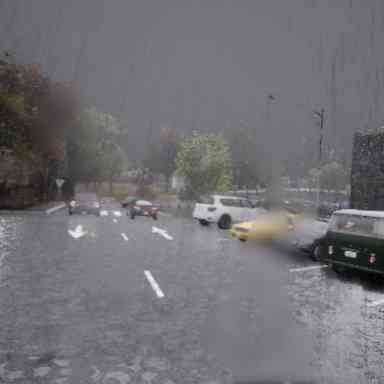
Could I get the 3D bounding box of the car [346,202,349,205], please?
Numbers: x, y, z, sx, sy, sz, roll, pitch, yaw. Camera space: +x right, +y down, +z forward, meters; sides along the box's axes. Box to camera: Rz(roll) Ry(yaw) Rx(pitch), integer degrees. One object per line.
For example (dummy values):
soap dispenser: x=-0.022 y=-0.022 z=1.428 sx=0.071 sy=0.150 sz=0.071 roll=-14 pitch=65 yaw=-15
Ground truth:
car: x=18.908 y=2.261 z=43.807 sx=2.435 sy=2.045 sz=5.566 roll=3 pitch=1 yaw=-38

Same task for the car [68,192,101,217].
car: x=-7.832 y=0.780 z=24.542 sx=2.097 sy=1.767 sz=4.553 roll=3 pitch=0 yaw=-16

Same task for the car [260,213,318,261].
car: x=5.206 y=1.799 z=13.348 sx=4.674 sy=1.452 sz=2.002 roll=4 pitch=0 yaw=-37

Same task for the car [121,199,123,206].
car: x=-6.030 y=1.050 z=35.918 sx=2.033 sy=1.411 sz=5.357 roll=4 pitch=0 yaw=7

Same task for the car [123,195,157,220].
car: x=-3.773 y=1.205 z=24.739 sx=1.812 sy=1.442 sz=4.674 roll=3 pitch=0 yaw=-17

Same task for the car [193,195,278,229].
car: x=2.664 y=1.320 z=22.009 sx=5.566 sy=2.045 sz=2.435 roll=4 pitch=0 yaw=-37

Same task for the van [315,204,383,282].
van: x=6.164 y=1.603 z=10.542 sx=4.442 sy=1.987 sz=1.878 roll=4 pitch=0 yaw=-37

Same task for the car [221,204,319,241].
car: x=4.199 y=1.681 z=16.115 sx=5.366 sy=1.575 sz=1.946 roll=4 pitch=0 yaw=-37

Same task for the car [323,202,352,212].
car: x=28.281 y=2.904 z=64.630 sx=2.185 sy=1.767 sz=4.553 roll=3 pitch=-1 yaw=-38

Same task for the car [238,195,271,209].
car: x=11.035 y=1.725 z=59.065 sx=2.435 sy=2.045 sz=5.566 roll=3 pitch=-1 yaw=-38

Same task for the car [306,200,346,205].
car: x=16.098 y=2.089 z=42.894 sx=2.435 sy=2.045 sz=5.566 roll=3 pitch=1 yaw=-38

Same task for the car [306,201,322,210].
car: x=13.266 y=2.197 z=41.974 sx=2.163 sy=1.488 sz=4.792 roll=3 pitch=1 yaw=-38

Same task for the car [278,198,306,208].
car: x=10.527 y=1.749 z=41.032 sx=2.435 sy=2.045 sz=5.566 roll=3 pitch=1 yaw=-38

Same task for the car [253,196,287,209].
car: x=13.953 y=1.903 z=59.972 sx=2.435 sy=2.045 sz=5.566 roll=4 pitch=-1 yaw=-38

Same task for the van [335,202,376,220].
van: x=21.811 y=2.466 z=44.615 sx=1.878 sy=1.987 sz=4.442 roll=3 pitch=1 yaw=-38

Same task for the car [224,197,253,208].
car: x=8.149 y=1.830 z=58.127 sx=2.163 sy=1.488 sz=4.792 roll=3 pitch=-1 yaw=-38

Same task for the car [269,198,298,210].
car: x=16.775 y=2.202 z=60.949 sx=2.185 sy=1.767 sz=4.553 roll=4 pitch=-1 yaw=-38

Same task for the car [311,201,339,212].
car: x=25.408 y=2.729 z=63.685 sx=2.185 sy=1.767 sz=4.553 roll=3 pitch=0 yaw=-38

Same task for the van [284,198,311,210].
van: x=19.589 y=2.275 z=61.943 sx=1.878 sy=1.987 sz=4.442 roll=3 pitch=-1 yaw=-38

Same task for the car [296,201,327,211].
car: x=22.519 y=2.680 z=62.794 sx=2.231 sy=1.521 sz=4.892 roll=4 pitch=-1 yaw=-38
